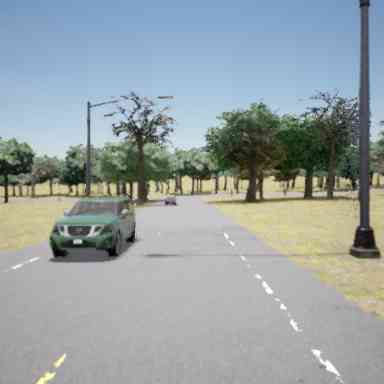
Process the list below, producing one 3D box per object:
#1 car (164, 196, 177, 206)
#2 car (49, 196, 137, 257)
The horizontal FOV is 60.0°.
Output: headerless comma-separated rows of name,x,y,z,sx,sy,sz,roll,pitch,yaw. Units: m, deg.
car,-3.553,1.467,55.911,1.882,1.535,5.008,0,0,1
car,-3.602,1.213,13.253,2.150,2.045,5.566,0,0,0
